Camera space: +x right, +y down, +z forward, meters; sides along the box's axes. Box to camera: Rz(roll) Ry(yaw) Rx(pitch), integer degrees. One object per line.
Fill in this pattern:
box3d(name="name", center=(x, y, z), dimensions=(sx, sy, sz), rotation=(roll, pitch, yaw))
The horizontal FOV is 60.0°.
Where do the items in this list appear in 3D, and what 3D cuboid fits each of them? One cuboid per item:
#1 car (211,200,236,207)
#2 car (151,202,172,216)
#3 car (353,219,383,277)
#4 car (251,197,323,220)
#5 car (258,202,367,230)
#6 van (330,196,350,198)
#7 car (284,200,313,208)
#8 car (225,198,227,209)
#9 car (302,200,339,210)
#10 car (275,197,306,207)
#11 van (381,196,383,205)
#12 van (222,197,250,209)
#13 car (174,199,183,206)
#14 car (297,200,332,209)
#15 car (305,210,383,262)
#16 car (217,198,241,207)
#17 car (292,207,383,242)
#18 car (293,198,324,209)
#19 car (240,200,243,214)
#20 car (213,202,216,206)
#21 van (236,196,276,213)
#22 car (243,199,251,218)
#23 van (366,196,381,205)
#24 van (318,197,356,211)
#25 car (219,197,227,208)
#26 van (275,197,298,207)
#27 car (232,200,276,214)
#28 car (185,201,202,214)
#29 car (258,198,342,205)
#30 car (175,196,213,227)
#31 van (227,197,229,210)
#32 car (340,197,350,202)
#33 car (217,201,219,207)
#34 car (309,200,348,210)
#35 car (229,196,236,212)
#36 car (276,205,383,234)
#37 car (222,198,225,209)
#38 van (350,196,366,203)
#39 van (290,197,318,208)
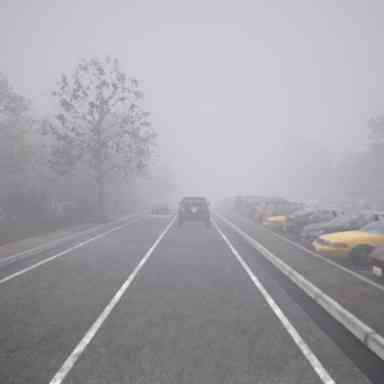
box3d(name="car", center=(7.095, 2.500, 74.853), dimensions=(5.366, 1.575, 1.946), rotation=(0, -2, 0))
box3d(name="car", center=(-3.273, 1.800, 36.071), dimensions=(1.994, 1.385, 4.181), rotation=(0, -1, 0))
box3d(name="car", center=(6.994, 1.557, 8.269), dimensions=(4.792, 1.488, 2.163), rotation=(0, 0, 0))
box3d(name="car", center=(7.056, 1.481, 24.927), dimensions=(4.553, 1.767, 2.185), rotation=(0, 0, 0))
box3d(name="car", center=(6.881, 1.577, 19.374), dimensions=(5.366, 1.575, 1.946), rotation=(0, 0, 0))
box3d(name="van", center=(20.114, 1.528, 41.355), dimensions=(4.442, 1.987, 1.878), rotation=(0, -1, 0))
box3d(name="car", center=(20.310, 2.217, 63.507), dimensions=(4.892, 1.521, 2.231), rotation=(0, -1, 0))
box3d(name="car", center=(7.165, 1.858, 44.337), dimensions=(4.674, 1.452, 2.002), rotation=(0, -1, 0))
box3d(name="car", center=(20.269, 1.984, 52.427), dimensions=(5.008, 1.535, 2.097), rotation=(0, -1, 0))
box3d(name="car", center=(20.366, 2.087, 69.047), dimensions=(5.566, 2.045, 2.435), rotation=(0, -2, 0))
box3d(name="van", center=(20.306, 1.404, 30.415), dimensions=(4.442, 1.987, 1.878), rotation=(0, 0, 0))
box3d(name="van", center=(7.322, 1.823, 55.445), dimensions=(4.442, 1.987, 1.878), rotation=(0, -1, 0))
box3d(name="car", center=(-3.045, 2.383, 77.710), dimensions=(1.882, 1.535, 5.008), rotation=(0, -2, 0))
box3d(name="car", center=(20.280, 2.045, 55.322), dimensions=(5.008, 1.535, 2.097), rotation=(0, -1, 0))
box3d(name="car", center=(6.849, 1.538, 11.046), dimensions=(5.366, 1.575, 1.946), rotation=(0, 0, 0))
box3d(name="car", center=(7.280, 2.158, 66.540), dimensions=(4.553, 1.767, 2.185), rotation=(0, -1, 0))
box3d(name="car", center=(7.051, 1.555, 13.821), dimensions=(4.892, 1.521, 2.231), rotation=(0, 0, 0))
box3d(name="car", center=(20.264, 1.974, 57.970), dimensions=(4.553, 1.767, 2.185), rotation=(0, -1, 0))
box3d(name="car", center=(7.112, 1.673, 30.478), dimensions=(4.674, 1.452, 2.002), rotation=(0, 0, 0))
box3d(name="car", center=(7.210, 1.972, 63.772), dimensions=(5.566, 2.045, 2.435), rotation=(0, -1, 0))
box3d(name="van", center=(7.003, 1.421, 33.256), dimensions=(4.442, 1.987, 1.878), rotation=(0, 0, 0))
box3d(name="car", center=(7.093, 1.620, 27.702), dimensions=(5.008, 1.535, 2.097), rotation=(0, 0, 0))
box3d(name="van", center=(20.316, 1.417, 33.060), dimensions=(4.442, 1.987, 1.878), rotation=(0, 0, 0))
box3d(name="van", center=(20.370, 1.643, 46.892), dimensions=(4.442, 1.987, 1.878), rotation=(0, -1, 0))
box3d(name="car", center=(7.200, 1.991, 52.664), dimensions=(5.008, 1.535, 2.097), rotation=(0, -1, 0))
box3d(name="van", center=(20.467, 2.190, 71.937), dimensions=(4.442, 1.987, 1.878), rotation=(0, -2, 0))
box3d(name="car", center=(7.171, 1.732, 38.780), dimensions=(4.792, 1.488, 2.163), rotation=(0, -1, 0))
box3d(name="car", center=(0.185, 1.870, 41.158), dimensions=(1.994, 1.385, 4.181), rotation=(0, -1, 0))
box3d(name="car", center=(7.046, 1.468, 22.151), dimensions=(4.553, 1.767, 2.185), rotation=(0, 0, 0))
box3d(name="car", center=(0.142, 1.333, 24.035), dimensions=(2.150, 2.045, 5.566), rotation=(0, -1, 0))
box3d(name="van", center=(7.035, 1.534, 41.567), dimensions=(4.442, 1.987, 1.878), rotation=(0, -1, 0))
box3d(name="car", center=(20.226, 1.696, 38.580), dimensions=(5.008, 1.535, 2.097), rotation=(0, -1, 0))
box3d(name="car", center=(7.219, 2.147, 58.215), dimensions=(4.674, 1.452, 2.002), rotation=(0, -1, 0))
box3d(name="car", center=(20.257, 1.928, 49.658), dimensions=(4.892, 1.521, 2.231), rotation=(0, -1, 0))
box3d(name="car", center=(7.159, 1.408, 36.032), dimensions=(5.566, 2.045, 2.435), rotation=(0, 0, 0))
box3d(name="car", center=(7.049, 1.568, 16.598), dimensions=(4.892, 1.521, 2.231), rotation=(0, 0, 0))
box3d(name="car", center=(7.144, 1.905, 47.114), dimensions=(4.792, 1.488, 2.163), rotation=(0, -1, 0))
box3d(name="van", center=(20.094, 1.431, 35.964), dimensions=(4.442, 1.987, 1.878), rotation=(0, -1, 0))
box3d(name="van", center=(20.423, 1.932, 60.741), dimensions=(4.442, 1.987, 1.878), rotation=(0, -1, 0))
